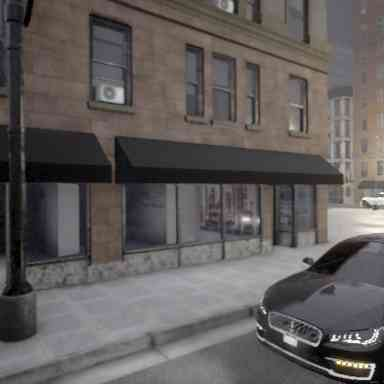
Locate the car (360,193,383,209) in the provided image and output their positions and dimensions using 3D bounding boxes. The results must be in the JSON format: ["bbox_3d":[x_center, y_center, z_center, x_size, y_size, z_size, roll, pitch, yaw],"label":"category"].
[{"bbox_3d":[23.634,1.091,40.957,2.150,2.045,5.566,-1,0,-26],"label":"car"}]

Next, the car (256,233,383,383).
[{"bbox_3d":[3.131,1.475,5.295,4.892,1.490,1.837,0,0,-35],"label":"car"}]
